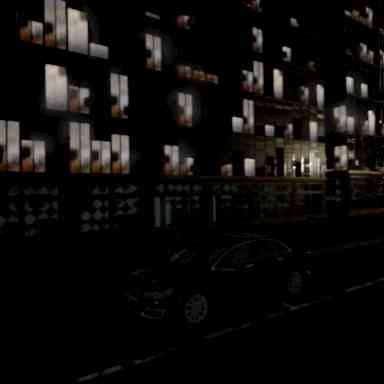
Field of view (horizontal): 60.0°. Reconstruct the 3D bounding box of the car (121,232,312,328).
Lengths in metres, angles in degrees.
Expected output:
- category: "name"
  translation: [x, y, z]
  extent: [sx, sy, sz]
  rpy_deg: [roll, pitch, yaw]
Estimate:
- category: "car"
  translation: [0.699, 1.588, 6.990]
  extent: [4.403, 1.369, 2.008]
  rpy_deg: [-1, 0, -35]
